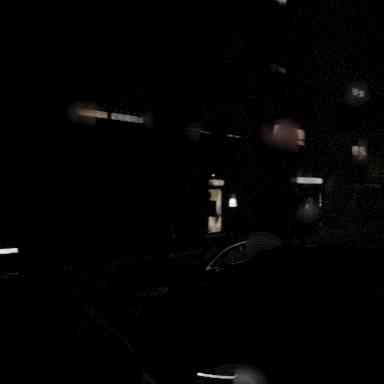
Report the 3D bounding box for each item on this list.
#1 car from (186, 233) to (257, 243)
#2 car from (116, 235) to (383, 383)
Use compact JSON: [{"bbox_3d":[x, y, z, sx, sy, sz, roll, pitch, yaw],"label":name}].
[{"bbox_3d":[0.601,1.587,6.990,4.403,1.369,2.008,1,-1,-35],"label":"car"},{"bbox_3d":[1.635,1.509,4.542,5.008,1.535,1.882,1,0,-36],"label":"car"}]
